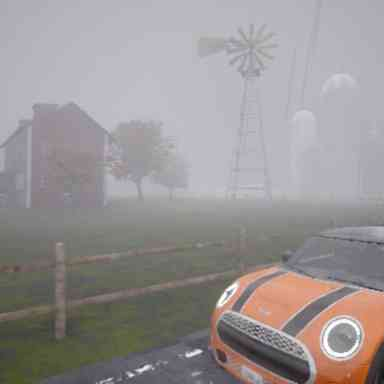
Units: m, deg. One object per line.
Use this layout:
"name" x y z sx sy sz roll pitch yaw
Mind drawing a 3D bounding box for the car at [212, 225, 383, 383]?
"car" 2.465 1.345 4.811 4.553 1.767 2.097 0 0 -35
